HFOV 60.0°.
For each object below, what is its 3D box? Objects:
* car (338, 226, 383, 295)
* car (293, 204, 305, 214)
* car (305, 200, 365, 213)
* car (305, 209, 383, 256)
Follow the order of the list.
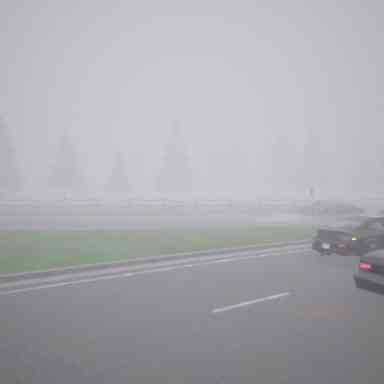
[{"bbox_3d":[5.900,1.547,7.426,5.357,1.411,2.033,0,0,-31],"label":"car"},{"bbox_3d":[12.342,1.507,33.071,4.674,1.442,1.812,0,0,-18],"label":"car"},{"bbox_3d":[12.821,1.587,29.539,4.718,1.301,1.895,0,0,-18],"label":"car"},{"bbox_3d":[6.192,1.521,11.614,4.674,1.442,1.812,0,0,-30],"label":"car"}]
